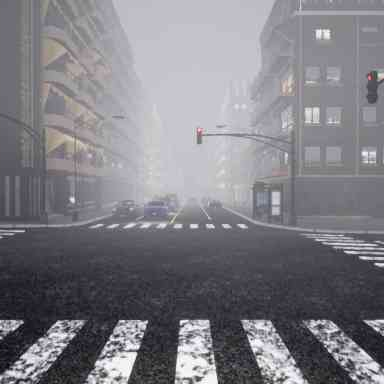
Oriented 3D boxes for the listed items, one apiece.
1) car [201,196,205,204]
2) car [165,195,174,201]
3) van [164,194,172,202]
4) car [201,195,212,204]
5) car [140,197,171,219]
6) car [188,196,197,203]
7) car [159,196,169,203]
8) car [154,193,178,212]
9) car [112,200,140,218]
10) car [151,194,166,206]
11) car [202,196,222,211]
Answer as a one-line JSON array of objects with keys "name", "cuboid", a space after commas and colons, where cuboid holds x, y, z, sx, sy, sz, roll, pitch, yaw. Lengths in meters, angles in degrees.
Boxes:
[{"name": "car", "cuboid": [2.675, 1.541, 46.156, 1.887, 1.381, 4.507, 0, 0, 0]}, {"name": "car", "cuboid": [-5.716, 1.543, 85.631, 2.008, 1.369, 4.403, 0, 0, 0]}, {"name": "van", "cuboid": [-5.715, 1.335, 79.992, 1.690, 1.788, 3.998, 0, 0, 0]}, {"name": "car", "cuboid": [2.670, 1.435, 63.073, 1.967, 1.590, 4.097, 0, 0, 0]}, {"name": "car", "cuboid": [-3.096, 1.474, 29.325, 1.882, 1.535, 5.008, 0, 0, -1]}, {"name": "car", "cuboid": [0.079, 1.559, 69.743, 1.994, 1.385, 4.181, 0, 0, 0]}, {"name": "car", "cuboid": [-5.712, 1.520, 68.545, 1.752, 1.417, 4.829, 0, 0, 0]}, {"name": "car", "cuboid": [-3.099, 1.348, 38.953, 2.097, 1.767, 4.553, 0, 0, 0]}, {"name": "car", "cuboid": [-5.701, 1.437, 29.244, 1.967, 1.590, 4.097, 0, 0, 0]}, {"name": "car", "cuboid": [-5.710, 1.311, 57.437, 2.192, 1.841, 5.009, 0, 0, 0]}, {"name": "car", "cuboid": [2.676, 1.547, 40.518, 2.008, 1.369, 4.403, 0, 0, 0]}]
